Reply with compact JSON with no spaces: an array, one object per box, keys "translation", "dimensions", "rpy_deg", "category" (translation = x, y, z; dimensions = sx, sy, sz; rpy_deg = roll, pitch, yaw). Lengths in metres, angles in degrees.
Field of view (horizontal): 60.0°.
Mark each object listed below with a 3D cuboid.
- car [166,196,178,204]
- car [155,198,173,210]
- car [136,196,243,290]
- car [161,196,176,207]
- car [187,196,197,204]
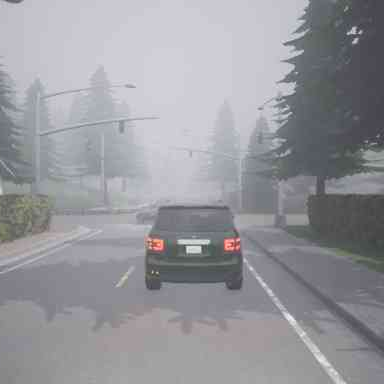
[{"translation":[-3.830,1.491,62.501],"dimensions":[2.128,1.511,4.902],"rpy_deg":[0,0,-4],"category":"car"},{"translation":[-3.644,1.563,43.611],"dimensions":[1.994,1.385,4.181],"rpy_deg":[0,0,0],"category":"car"},{"translation":[0.052,1.221,9.208],"dimensions":[2.150,2.045,5.566],"rpy_deg":[0,0,0],"category":"car"},{"translation":[-3.658,1.491,52.418],"dimensions":[2.128,1.511,4.902],"rpy_deg":[0,0,0],"category":"car"},{"translation":[-0.083,1.525,62.806],"dimensions":[1.812,1.442,4.674],"rpy_deg":[0,0,-2],"category":"car"}]
